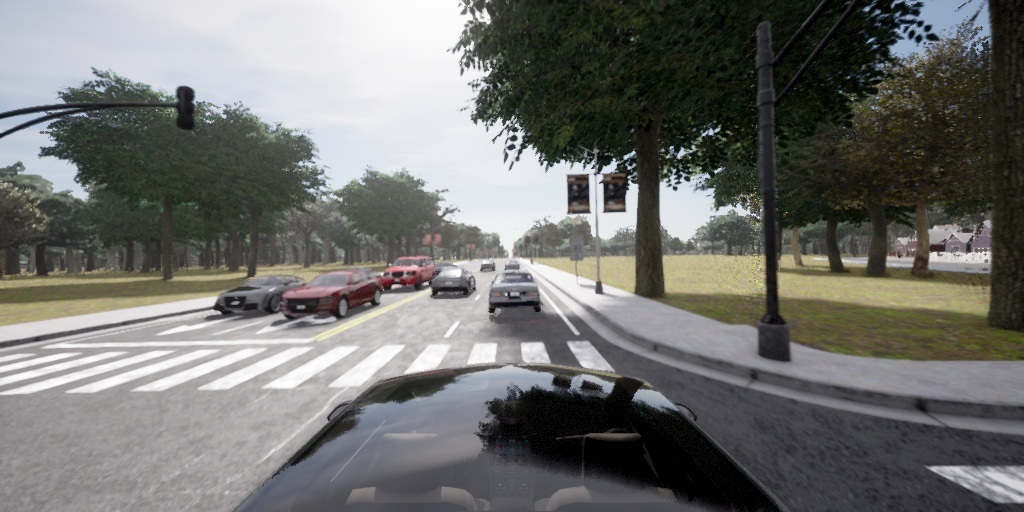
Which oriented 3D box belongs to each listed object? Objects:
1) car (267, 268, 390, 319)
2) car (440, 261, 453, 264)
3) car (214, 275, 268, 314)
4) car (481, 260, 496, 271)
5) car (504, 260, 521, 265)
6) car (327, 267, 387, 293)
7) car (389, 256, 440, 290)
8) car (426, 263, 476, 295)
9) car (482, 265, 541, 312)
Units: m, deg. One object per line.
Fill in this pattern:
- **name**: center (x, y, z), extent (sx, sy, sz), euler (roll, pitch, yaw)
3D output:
- **car**: center (-6.614, 1.328, 13.727), extent (1.882, 1.535, 5.008), euler (-1, 0, 0)
- **car**: center (-6.598, 1.301, 34.994), extent (1.837, 1.490, 4.892), euler (-1, 0, 0)
- **car**: center (-9.857, 1.484, 14.779), extent (1.994, 1.385, 4.181), euler (-1, 0, 1)
- **car**: center (-3.179, 1.228, 48.364), extent (2.033, 1.411, 5.357), euler (-1, 0, 0)
- **car**: center (0.069, 1.177, 41.329), extent (2.033, 1.411, 5.357), euler (-1, 0, 1)
- **car**: center (-9.855, 1.464, 23.184), extent (1.994, 1.385, 4.181), euler (-1, 0, 0)
- **car**: center (-6.630, 1.049, 23.644), extent (2.150, 2.045, 5.566), euler (-1, 0, 1)
- **car**: center (-3.172, 1.323, 20.021), extent (1.994, 1.385, 4.181), euler (-1, 0, 0)
- **car**: center (0.081, 1.249, 13.932), extent (2.033, 1.411, 5.357), euler (-1, 0, 0)
